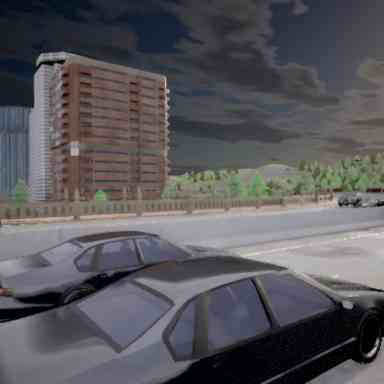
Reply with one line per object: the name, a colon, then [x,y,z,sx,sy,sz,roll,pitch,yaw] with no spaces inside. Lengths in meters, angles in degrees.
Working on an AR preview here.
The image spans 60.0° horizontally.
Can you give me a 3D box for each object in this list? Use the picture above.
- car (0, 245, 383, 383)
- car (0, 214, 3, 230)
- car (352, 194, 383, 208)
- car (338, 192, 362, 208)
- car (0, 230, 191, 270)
car: [0.460,1.542,4.077,5.357,1.411,2.033,-1,0,-36]
car: [-12.372,1.566,16.659,5.008,1.535,1.882,-1,0,-36]
car: [20.873,1.289,38.706,2.128,1.511,4.902,0,0,43]
car: [21.337,1.011,44.464,2.150,2.045,5.566,0,0,40]
car: [-1.325,1.554,7.096,5.357,1.411,2.033,-1,0,-35]
